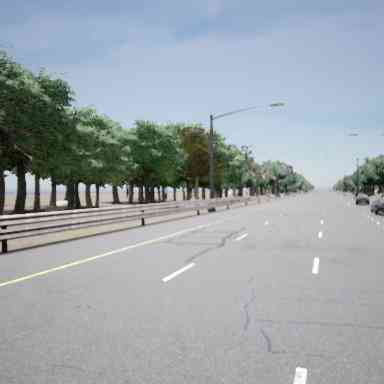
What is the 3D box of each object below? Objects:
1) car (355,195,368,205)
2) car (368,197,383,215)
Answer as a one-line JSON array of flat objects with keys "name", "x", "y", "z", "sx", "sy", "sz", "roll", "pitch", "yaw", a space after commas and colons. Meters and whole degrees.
[{"name": "car", "x": 26.134, "y": 1.188, "z": 51.001, "sx": 1.812, "sy": 1.442, "sz": 4.674, "roll": 0, "pitch": 0, "yaw": 24}, {"name": "car", "x": 17.844, "y": 1.317, "z": 30.871, "sx": 1.812, "sy": 1.442, "sz": 4.674, "roll": 0, "pitch": 0, "yaw": 22}]
